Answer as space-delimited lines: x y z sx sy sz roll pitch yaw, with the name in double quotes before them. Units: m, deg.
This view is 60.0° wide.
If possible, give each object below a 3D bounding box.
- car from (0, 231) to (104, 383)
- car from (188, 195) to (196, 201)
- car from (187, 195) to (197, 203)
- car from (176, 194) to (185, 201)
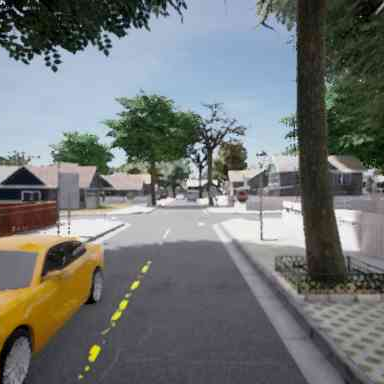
"car" -2.845 1.485 5.297 1.882 1.535 5.008 0 0 0
"car" -0.023 1.513 84.272 1.994 1.385 4.181 0 0 0
"car" -0.020 1.446 74.206 2.097 1.767 4.553 0 0 0
"car" -2.771 1.242 78.023 1.812 1.442 4.674 0 0 0
